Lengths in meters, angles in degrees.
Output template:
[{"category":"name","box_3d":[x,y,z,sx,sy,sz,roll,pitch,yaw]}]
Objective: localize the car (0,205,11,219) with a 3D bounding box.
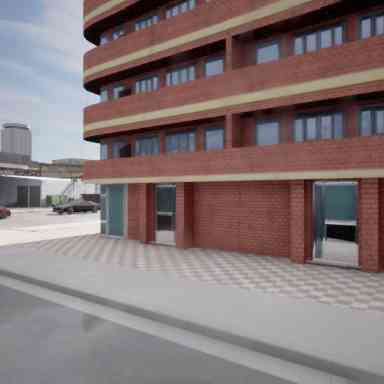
[{"category":"car","box_3d":[-17.040,1.564,26.903,1.994,1.385,4.181,0,0,34]}]

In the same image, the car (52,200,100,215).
[{"category":"car","box_3d":[-11.730,1.547,34.630,2.033,1.411,5.357,0,0,34]}]
